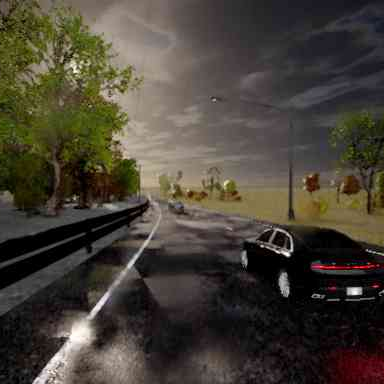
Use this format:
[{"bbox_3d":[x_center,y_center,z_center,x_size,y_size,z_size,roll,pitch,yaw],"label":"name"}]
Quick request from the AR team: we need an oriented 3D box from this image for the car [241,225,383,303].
[{"bbox_3d":[2.668,1.602,8.525,1.837,1.490,4.892,0,-1,-8],"label":"car"}]

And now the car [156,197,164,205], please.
[{"bbox_3d":[-6.664,2.228,76.908,1.994,1.385,4.181,0,-1,-8],"label":"car"}]

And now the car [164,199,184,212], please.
[{"bbox_3d":[-2.196,1.902,44.166,2.128,1.511,4.902,0,-1,-8],"label":"car"}]
